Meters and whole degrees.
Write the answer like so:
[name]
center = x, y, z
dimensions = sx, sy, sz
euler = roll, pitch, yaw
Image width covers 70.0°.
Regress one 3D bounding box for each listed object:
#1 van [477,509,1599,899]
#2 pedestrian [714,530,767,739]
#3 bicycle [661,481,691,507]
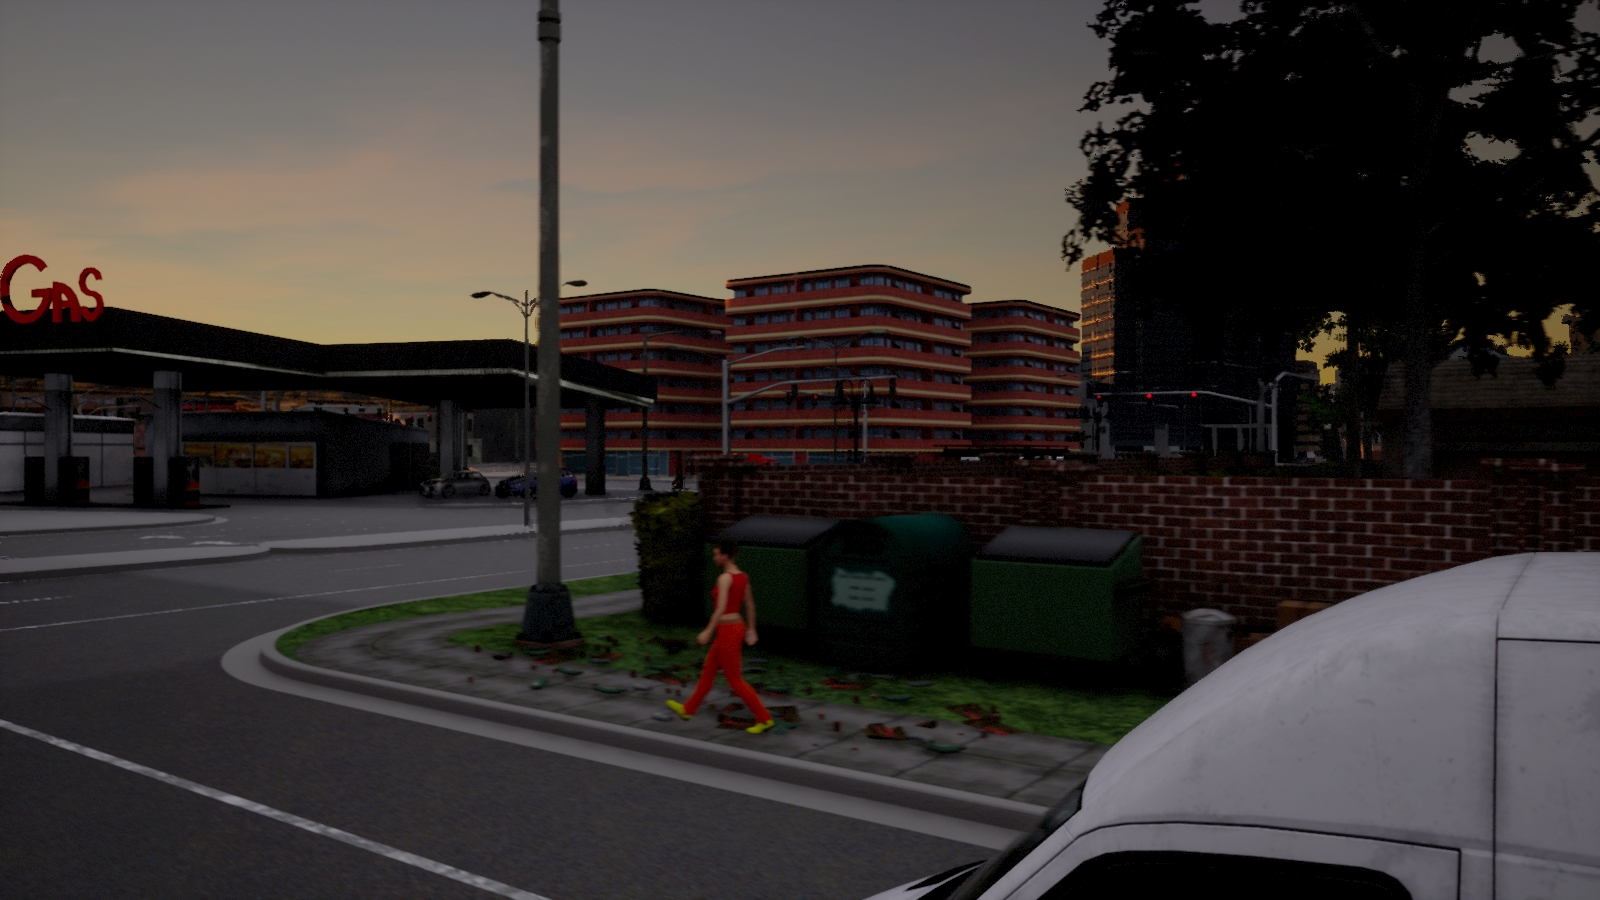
[van]
center = 2.091, 1.530, 2.315
dimensions = 5.915, 2.561, 1.988
euler = 0, 0, 35
[pedestrian]
center = -0.548, 1.684, 10.554
dimensions = 0.375, 1.860, 0.375
euler = 0, 0, 18
[bicycle]
center = -6.056, 2.137, 55.877
dimensions = 0.329, 1.196, 1.835
euler = 0, 0, 34
